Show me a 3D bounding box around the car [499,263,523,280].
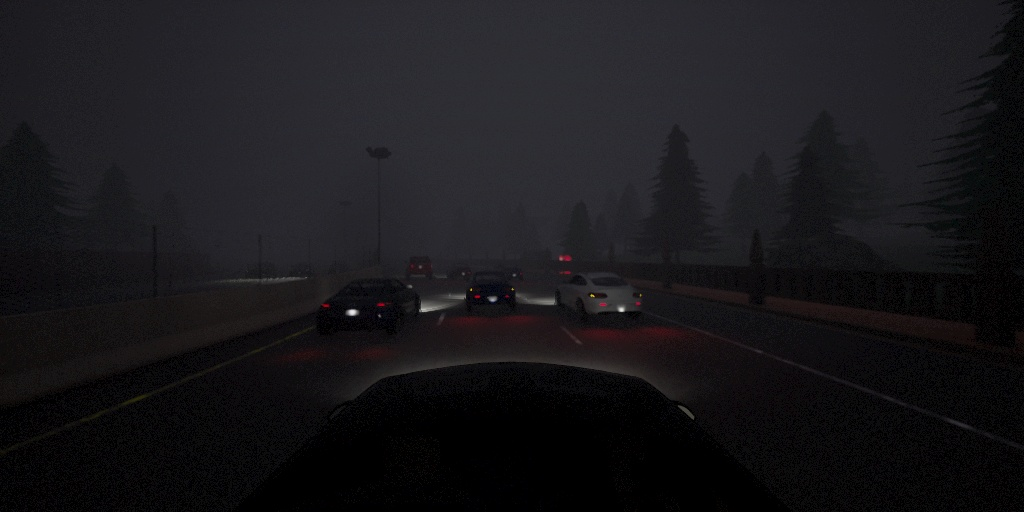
[{"bbox_3d":[-0.409,1.269,29.643,1.812,1.442,4.674,0,0,-15],"label":"car"}]

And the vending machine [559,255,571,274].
[{"bbox_3d":[5.567,0.906,37.546,1.100,2.100,0.880,0,0,-18],"label":"vending machine"}]

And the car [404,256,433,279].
[{"bbox_3d":[-8.438,1.003,32.377,2.150,2.045,5.566,0,0,-18],"label":"car"}]

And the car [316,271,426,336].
[{"bbox_3d":[-4.002,1.331,10.626,1.994,1.385,4.181,0,0,-5],"label":"car"}]

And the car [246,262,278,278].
[{"bbox_3d":[-24.824,1.339,35.704,1.882,1.535,5.008,0,0,-23],"label":"car"}]

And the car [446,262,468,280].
[{"bbox_3d":[-4.666,1.289,31.844,1.812,1.442,4.674,0,0,-17],"label":"car"}]

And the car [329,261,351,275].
[{"bbox_3d":[-18.124,1.319,37.804,2.128,1.511,4.902,0,0,-23],"label":"car"}]

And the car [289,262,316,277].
[{"bbox_3d":[-21.587,1.371,37.031,1.812,1.442,4.674,0,0,-23],"label":"car"}]

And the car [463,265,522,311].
[{"bbox_3d":[-0.933,1.276,14.422,1.812,1.442,4.674,0,0,-7],"label":"car"}]

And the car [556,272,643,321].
[{"bbox_3d":[2.831,1.258,12.353,1.812,1.442,4.674,0,0,-6],"label":"car"}]
